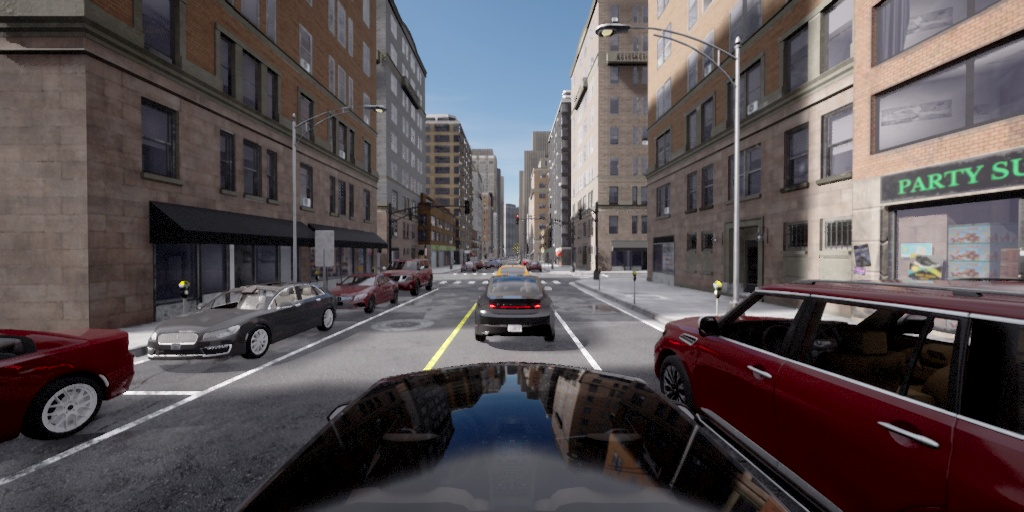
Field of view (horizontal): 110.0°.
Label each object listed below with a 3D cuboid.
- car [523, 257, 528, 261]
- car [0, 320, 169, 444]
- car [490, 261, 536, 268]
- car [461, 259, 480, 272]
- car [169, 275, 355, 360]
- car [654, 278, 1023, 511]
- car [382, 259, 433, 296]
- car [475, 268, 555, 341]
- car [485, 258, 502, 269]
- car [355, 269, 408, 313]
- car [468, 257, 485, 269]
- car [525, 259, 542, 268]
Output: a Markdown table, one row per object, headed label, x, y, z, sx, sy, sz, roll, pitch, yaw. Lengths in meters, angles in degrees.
| label | x | y | z | sx | sy | sz | roll | pitch | yaw |
| --- | --- | --- | --- | --- | --- | --- | --- | --- | --- |
| car | 2.961 | 1.291 | 52.130 | 1.751 | 1.417 | 4.829 | 0 | 0 | 0 |
| car | -5.668 | 1.294 | 2.640 | 1.888 | 1.381 | 4.507 | 0 | 0 | 0 |
| car | 0.047 | 1.225 | 18.955 | 1.882 | 1.535 | 5.008 | 0 | 0 | 1 |
| car | -5.577 | 1.342 | 46.387 | 1.802 | 1.307 | 4.207 | 0 | 0 | 0 |
| car | -5.656 | 1.298 | 8.222 | 2.007 | 1.370 | 4.403 | 0 | 0 | 0 |
| car | 2.858 | 1.064 | 2.645 | 2.192 | 1.841 | 5.009 | 0 | 0 | 0 |
| car | -5.633 | 1.061 | 19.388 | 2.192 | 1.841 | 5.009 | 0 | 0 | 0 |
| car | 0.079 | 1.252 | 9.837 | 1.837 | 1.490 | 4.892 | 0 | 0 | 0 |
| car | -2.977 | 1.332 | 54.467 | 1.994 | 1.385 | 4.181 | 0 | 0 | 0 |
| car | -5.644 | 1.329 | 13.805 | 1.802 | 1.307 | 4.207 | 0 | 0 | 0 |
| car | -5.565 | 1.080 | 51.952 | 2.192 | 1.841 | 5.009 | 0 | 0 | 0 |
| car | 2.949 | 1.342 | 46.397 | 1.802 | 1.307 | 4.207 | 0 | 0 | 0 |
